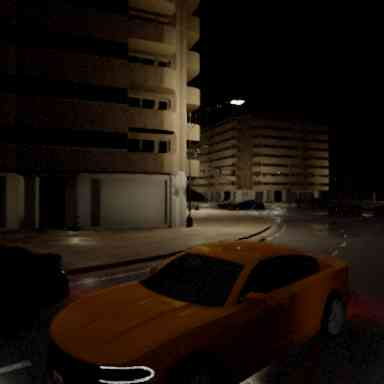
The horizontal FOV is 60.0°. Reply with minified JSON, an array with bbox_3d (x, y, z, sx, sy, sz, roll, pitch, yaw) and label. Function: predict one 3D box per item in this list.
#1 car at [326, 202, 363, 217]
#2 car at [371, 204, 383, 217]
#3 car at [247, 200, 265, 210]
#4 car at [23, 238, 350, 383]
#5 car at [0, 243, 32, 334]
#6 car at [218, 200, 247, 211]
[{"bbox_3d":[16.226,1.793,35.717,1.882,1.535,5.008,0,-1,-4],"label":"car"},{"bbox_3d":[19.847,1.781,33.050,1.882,1.535,5.008,0,-1,0],"label":"car"},{"bbox_3d":[8.974,1.888,49.557,1.882,1.535,5.008,0,-1,-21],"label":"car"},{"bbox_3d":[0.553,1.518,4.867,5.008,1.535,1.882,1,0,-43],"label":"car"},{"bbox_3d":[-4.398,1.558,5.289,4.674,1.442,1.812,0,0,-37],"label":"car"},{"bbox_3d":[5.637,2.012,48.489,1.895,1.301,4.718,0,0,-22],"label":"car"}]
